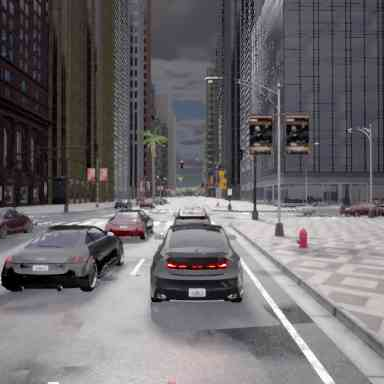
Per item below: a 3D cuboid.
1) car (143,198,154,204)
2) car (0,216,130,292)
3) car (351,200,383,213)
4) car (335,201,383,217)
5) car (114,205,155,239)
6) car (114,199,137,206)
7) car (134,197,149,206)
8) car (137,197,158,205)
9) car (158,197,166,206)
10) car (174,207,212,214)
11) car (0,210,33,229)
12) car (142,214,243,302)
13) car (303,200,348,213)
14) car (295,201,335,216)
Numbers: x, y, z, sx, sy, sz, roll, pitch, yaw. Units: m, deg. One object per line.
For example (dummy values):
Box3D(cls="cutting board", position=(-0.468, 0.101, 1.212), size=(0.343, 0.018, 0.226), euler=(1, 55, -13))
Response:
Box3D(cls="car", position=(-9.843, 1.983, 76.290), size=(1.994, 1.385, 4.181), euler=(0, 0, 0))
Box3D(cls="car", position=(-3.166, 1.576, 9.010), size=(1.994, 1.385, 4.181), euler=(0, 0, 1))
Box3D(cls="car", position=(20.779, 1.642, 37.892), size=(4.313, 1.339, 1.947), euler=(0, 0, -1))
Box3D(cls="car", position=(15.281, 1.576, 29.274), size=(4.206, 1.307, 1.802), euler=(0, 0, -1))
Box3D(cls="car", position=(-3.170, 1.601, 17.409), size=(1.994, 1.385, 4.181), euler=(0, 0, 0))
Box3D(cls="car", position=(-9.908, 1.765, 48.339), size=(2.033, 1.411, 5.357), euler=(0, 0, 0))
Box3D(cls="car", position=(-9.864, 1.831, 65.146), size=(2.128, 1.511, 4.902), euler=(0, -1, 0))
Box3D(cls="car", position=(-6.656, 1.707, 50.068), size=(1.882, 1.535, 5.008), euler=(0, 0, 0))
Box3D(cls="car", position=(-6.628, 1.675, 63.127), size=(2.097, 1.767, 4.553), euler=(0, 0, 0))
Box3D(cls="car", position=(0.029, 1.530, 17.556), size=(2.128, 1.511, 4.902), euler=(0, 0, 0))
Box3D(cls="car", position=(-9.869, 1.599, 16.896), size=(1.994, 1.385, 4.181), euler=(0, 0, 0))
Box3D(cls="car", position=(0.091, 1.515, 8.234), size=(1.837, 1.490, 4.892), euler=(0, 0, 0))
Box3D(cls="car", position=(15.140, 1.661, 37.797), size=(4.313, 1.339, 1.947), euler=(0, 0, -1))
Box3D(cls="car", position=(12.489, 1.634, 31.733), size=(4.718, 1.301, 1.895), euler=(0, -1, -2))
